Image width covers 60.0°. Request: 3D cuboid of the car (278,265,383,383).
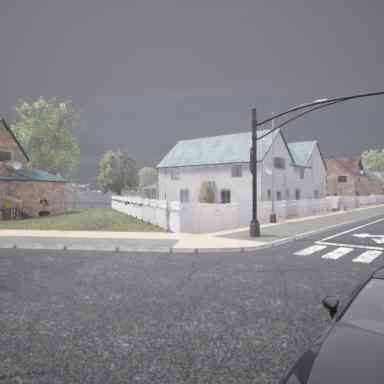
[{"bbox_3d":[2.517,1.524,3.390,1.812,1.442,4.674,0,0,42],"label":"car"}]
